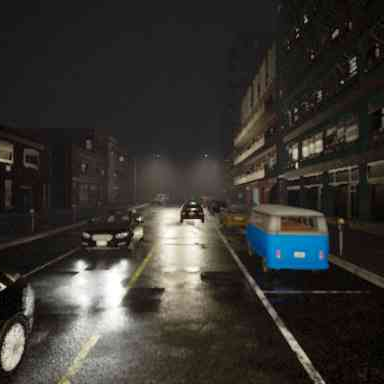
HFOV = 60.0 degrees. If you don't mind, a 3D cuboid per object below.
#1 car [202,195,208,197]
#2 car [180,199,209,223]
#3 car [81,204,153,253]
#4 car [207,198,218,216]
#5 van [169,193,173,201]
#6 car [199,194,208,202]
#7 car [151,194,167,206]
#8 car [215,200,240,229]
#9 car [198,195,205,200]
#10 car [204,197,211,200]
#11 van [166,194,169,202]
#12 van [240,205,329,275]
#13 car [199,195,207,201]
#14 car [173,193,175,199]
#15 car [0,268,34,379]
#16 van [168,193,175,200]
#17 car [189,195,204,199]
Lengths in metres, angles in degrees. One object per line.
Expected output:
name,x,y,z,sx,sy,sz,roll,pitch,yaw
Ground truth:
car,2.714,1.501,49.261,1.887,1.381,4.507,1,0,0
car,0.029,1.533,25.543,2.033,1.411,5.357,0,0,0
car,-3.083,1.486,13.824,2.128,1.511,4.902,0,0,0
car,2.709,1.544,32.518,1.947,1.339,4.313,1,0,0
van,-5.658,1.262,71.542,1.690,1.788,3.998,1,0,0
car,2.722,1.350,77.163,1.967,1.590,4.097,1,0,0
car,-5.666,1.514,54.802,1.947,1.339,4.313,1,0,0
car,2.707,1.514,21.526,1.752,1.417,4.829,1,0,0
car,2.723,1.456,93.905,1.802,1.307,4.206,1,0,0
car,2.711,1.537,38.099,1.947,1.339,4.313,1,0,0
van,-5.660,1.281,60.382,1.690,1.788,3.998,1,0,0
van,2.707,1.337,10.195,1.690,1.788,3.998,1,0,0
car,2.722,1.450,82.743,2.008,1.369,4.403,1,0,0
car,-5.659,1.444,82.703,1.887,1.381,4.507,1,0,0
car,-3.088,1.506,2.698,1.837,1.490,4.892,0,0,0
van,-5.652,1.215,93.863,1.690,1.788,3.998,1,0,0
car,0.086,1.513,42.602,2.033,1.411,5.357,0,0,0
